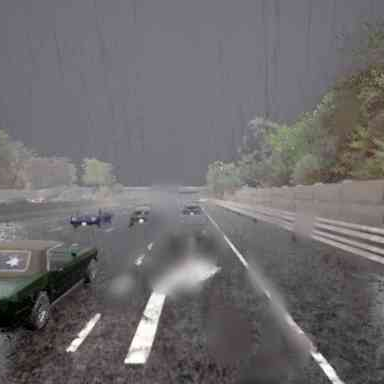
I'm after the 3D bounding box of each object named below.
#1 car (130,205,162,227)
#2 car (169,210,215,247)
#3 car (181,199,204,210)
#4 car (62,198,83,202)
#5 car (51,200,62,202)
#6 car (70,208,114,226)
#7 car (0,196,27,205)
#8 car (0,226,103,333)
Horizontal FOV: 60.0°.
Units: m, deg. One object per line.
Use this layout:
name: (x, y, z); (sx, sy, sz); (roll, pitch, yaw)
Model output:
car: (-3.403, 1.709, 24.757); (1.837, 1.490, 4.892); (0, -1, 0)
car: (-0.002, 1.728, 15.797); (1.895, 1.301, 4.718); (0, 0, 0)
car: (-0.005, 1.790, 33.312); (1.837, 1.490, 4.892); (0, -1, 0)
car: (-21.020, 1.908, 60.017); (2.097, 1.767, 4.553); (0, -1, 0)
car: (-24.514, 2.151, 59.850); (1.895, 1.301, 4.718); (0, -1, 0)
car: (-6.902, 1.794, 23.525); (1.895, 1.301, 4.718); (0, -1, 0)
car: (-28.019, 1.685, 52.043); (2.150, 2.045, 5.566); (0, 1, 0)
car: (-3.401, 1.656, 6.896); (1.895, 1.301, 4.718); (0, 0, 0)
